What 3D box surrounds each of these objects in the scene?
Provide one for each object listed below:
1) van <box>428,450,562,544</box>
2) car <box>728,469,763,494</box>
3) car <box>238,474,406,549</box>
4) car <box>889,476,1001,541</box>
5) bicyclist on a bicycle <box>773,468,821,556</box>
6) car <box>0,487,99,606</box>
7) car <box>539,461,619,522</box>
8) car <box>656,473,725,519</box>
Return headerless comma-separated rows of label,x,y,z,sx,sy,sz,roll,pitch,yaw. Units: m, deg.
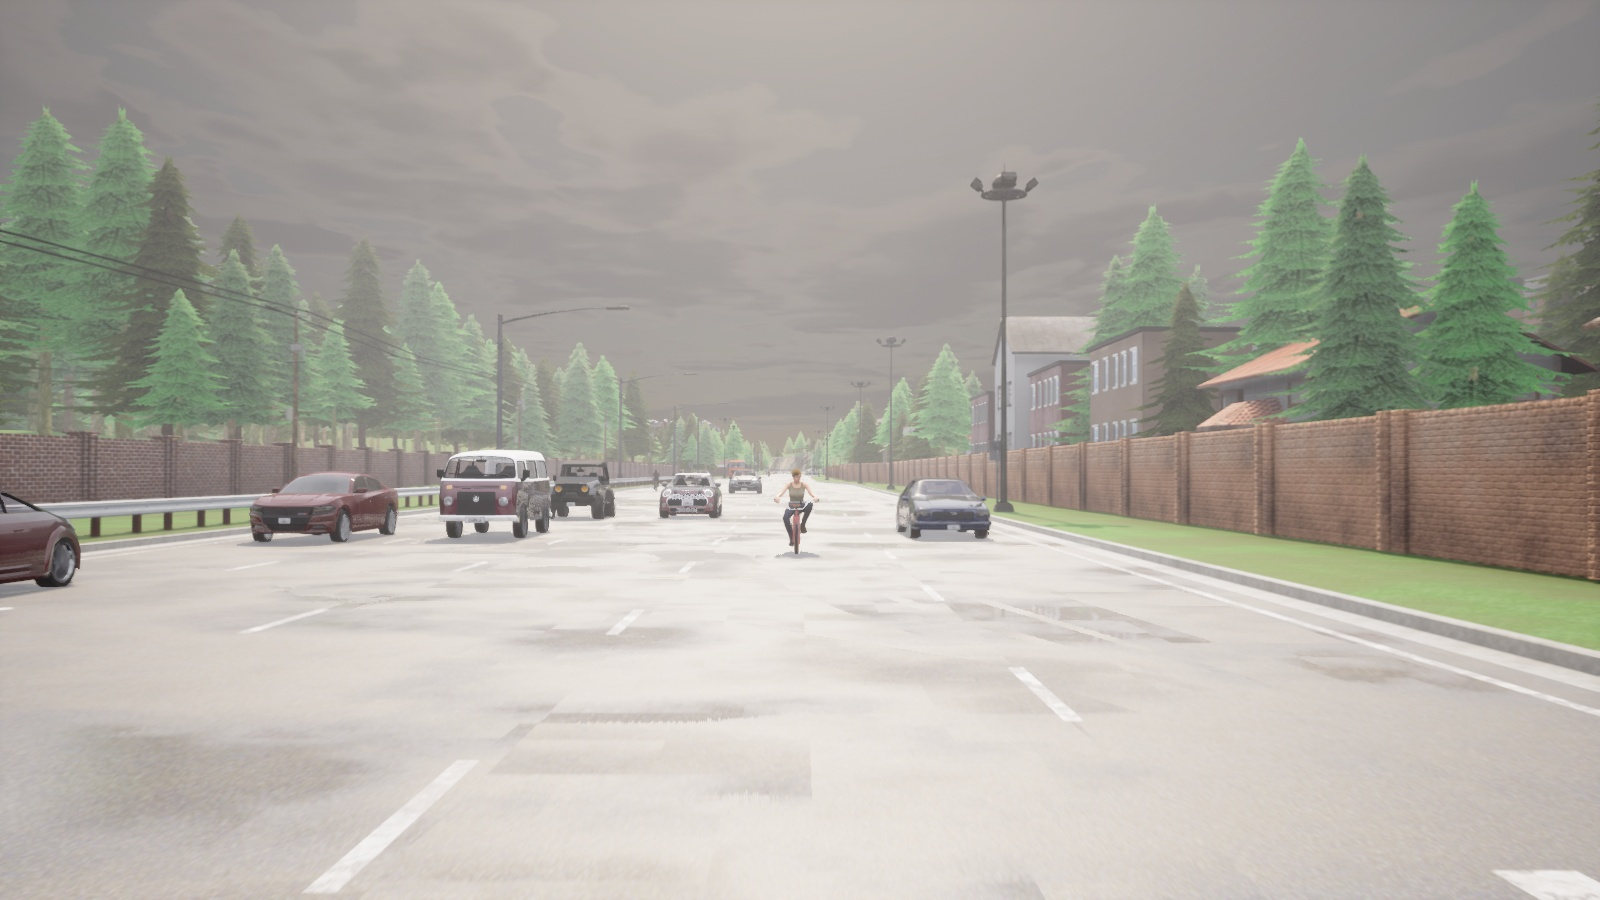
van,-7.074,1.062,29.585,2.069,2.038,4.480,0,-1,0
car,-3.714,2.116,86.172,2.242,1.667,4.611,0,-1,0
car,-10.570,1.307,28.239,1.882,1.535,5.008,0,-1,0
car,3.426,1.364,30.788,2.033,1.411,5.357,0,-1,-1
bicyclist on a bicycle,-0.055,1.148,23.683,0.866,1.612,1.509,0,-1,0
car,-10.537,1.172,14.991,1.994,1.385,4.181,0,-1,0
car,-7.102,1.321,40.718,1.905,1.878,3.866,0,-1,0
car,-3.604,1.498,42.034,1.970,1.475,3.806,0,-1,0
